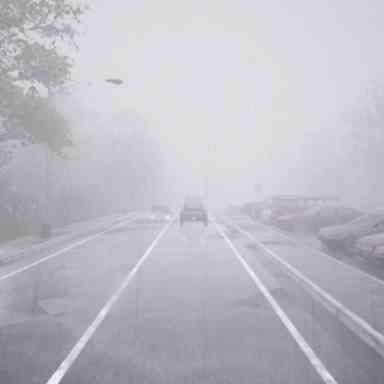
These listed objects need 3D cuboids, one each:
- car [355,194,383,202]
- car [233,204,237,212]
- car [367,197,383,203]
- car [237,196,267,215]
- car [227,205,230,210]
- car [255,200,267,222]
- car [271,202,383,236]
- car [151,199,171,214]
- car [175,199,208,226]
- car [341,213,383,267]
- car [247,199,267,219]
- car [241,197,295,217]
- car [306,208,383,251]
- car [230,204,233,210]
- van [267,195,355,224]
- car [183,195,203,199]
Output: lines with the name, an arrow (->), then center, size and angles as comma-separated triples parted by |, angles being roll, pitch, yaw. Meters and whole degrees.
car -> 20.203, 1.265, 34.131 | 5.566, 2.045, 2.435 | 0, -1, 0
car -> 7.102, 1.521, 34.365 | 5.008, 1.535, 2.097 | 0, 0, 0
car -> 19.987, 1.499, 31.361 | 5.366, 1.575, 1.946 | 0, 0, 0
car -> 7.062, 1.242, 28.818 | 5.566, 2.045, 2.435 | 0, 0, 0
car -> 6.916, 1.575, 39.906 | 5.366, 1.575, 1.946 | 0, -1, 0
car -> 7.087, 1.515, 23.265 | 4.674, 1.452, 2.002 | 0, 0, 0
car -> 7.084, 1.457, 17.712 | 5.008, 1.535, 2.097 | 0, 0, 0
car -> -3.329, 1.553, 36.223 | 1.882, 1.535, 5.008 | 0, -1, 0
car -> 0.109, 1.481, 23.593 | 2.128, 1.511, 4.902 | 0, 0, 0
car -> 7.072, 1.471, 9.383 | 4.674, 1.452, 2.002 | 0, 0, 0
car -> 7.117, 1.514, 26.040 | 4.792, 1.488, 2.163 | 0, 0, 0
car -> 7.124, 1.379, 31.589 | 4.553, 1.767, 2.185 | 0, 0, 0
car -> 7.042, 1.469, 12.161 | 4.792, 1.488, 2.163 | 0, 0, 0
car -> 7.104, 1.547, 37.137 | 4.892, 1.521, 2.231 | 0, -1, 0
van -> 7.198, 1.241, 20.489 | 4.442, 1.987, 1.878 | 0, 0, 0
car -> 0.118, 1.354, 40.487 | 2.150, 2.045, 5.566 | 0, 0, 0
